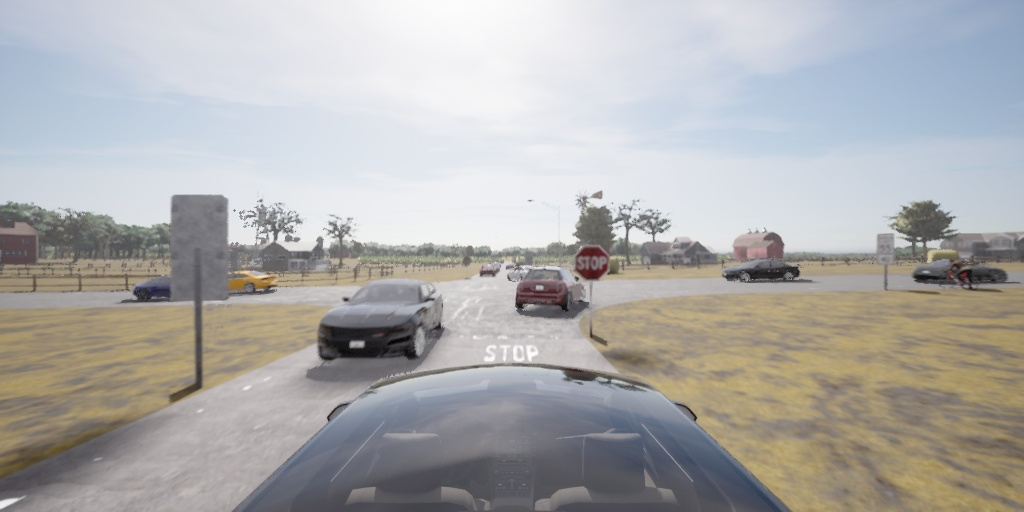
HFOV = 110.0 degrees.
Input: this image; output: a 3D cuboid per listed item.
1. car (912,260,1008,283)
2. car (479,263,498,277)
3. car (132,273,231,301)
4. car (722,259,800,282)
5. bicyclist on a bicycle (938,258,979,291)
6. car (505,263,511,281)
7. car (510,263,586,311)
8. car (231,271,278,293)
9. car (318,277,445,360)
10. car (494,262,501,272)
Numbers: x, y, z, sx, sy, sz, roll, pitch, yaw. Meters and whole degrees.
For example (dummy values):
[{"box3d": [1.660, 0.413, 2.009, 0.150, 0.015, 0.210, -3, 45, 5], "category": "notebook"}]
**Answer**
[{"box3d": [27.743, 0.920, 22.296, 4.181, 1.385, 1.994, -1, 0, 0], "category": "car"}, {"box3d": [-3.032, 1.869, 44.842, 1.895, 1.301, 4.718, 0, -1, -1], "category": "car"}, {"box3d": [-20.635, 1.933, 22.195, 4.674, 1.442, 1.812, -1, 0, 0], "category": "car"}, {"box3d": [17.919, 1.029, 25.971, 5.008, 1.535, 1.882, -1, 0, 0], "category": "car"}, {"box3d": [22.840, 0.940, 18.390, 0.582, 1.620, 1.656, -1, -1, 0], "category": "bicyclist on a bicycle"}, {"box3d": [1.092, 1.643, 33.340, 1.812, 1.442, 4.674, -1, -1, -26], "category": "car"}, {"box3d": [1.813, 1.257, 15.605, 2.097, 1.767, 4.553, 0, -1, 21], "category": "car"}, {"box3d": [-19.718, 1.835, 25.897, 5.008, 1.535, 1.882, -1, 0, 0], "category": "car"}, {"box3d": [-2.846, 1.308, 8.796, 1.882, 1.535, 5.008, 1, -1, -3], "category": "car"}, {"box3d": [-3.109, 1.950, 54.028, 1.994, 1.385, 4.181, 0, -1, -1], "category": "car"}]
